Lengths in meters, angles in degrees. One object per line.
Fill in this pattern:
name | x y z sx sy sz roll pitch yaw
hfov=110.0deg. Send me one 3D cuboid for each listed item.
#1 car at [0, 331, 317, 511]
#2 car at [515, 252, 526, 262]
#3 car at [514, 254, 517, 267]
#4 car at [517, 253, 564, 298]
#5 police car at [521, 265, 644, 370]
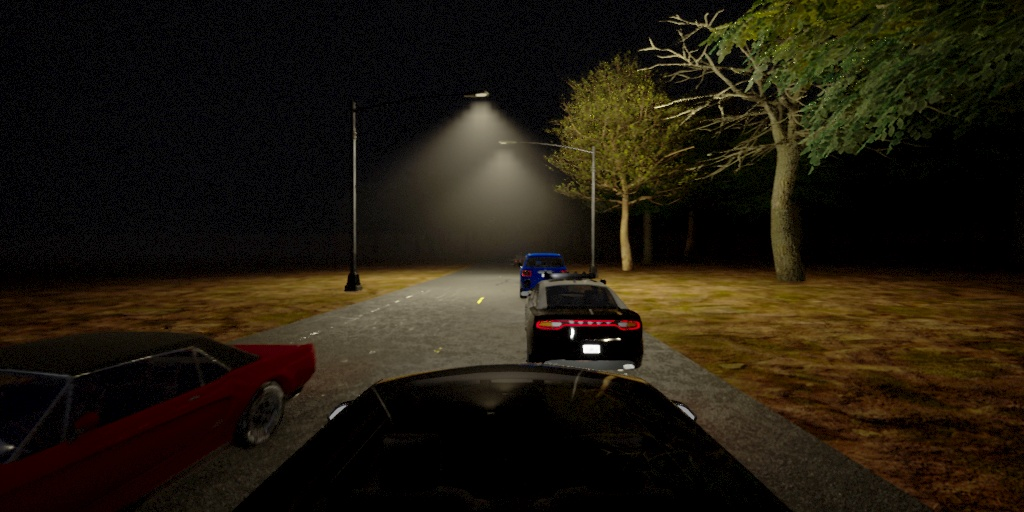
car | -3.544 1.351 2.480 1.895 1.301 4.718 0 0 1
car | 1.489 0.201 62.285 1.837 1.490 4.892 0 2 1
car | 1.207 0.687 49.619 2.033 1.411 5.357 0 2 2
car | 1.474 0.892 17.783 2.150 2.045 5.566 0 1 1
police car | 1.237 1.160 7.871 1.930 1.638 5.238 0 0 1
